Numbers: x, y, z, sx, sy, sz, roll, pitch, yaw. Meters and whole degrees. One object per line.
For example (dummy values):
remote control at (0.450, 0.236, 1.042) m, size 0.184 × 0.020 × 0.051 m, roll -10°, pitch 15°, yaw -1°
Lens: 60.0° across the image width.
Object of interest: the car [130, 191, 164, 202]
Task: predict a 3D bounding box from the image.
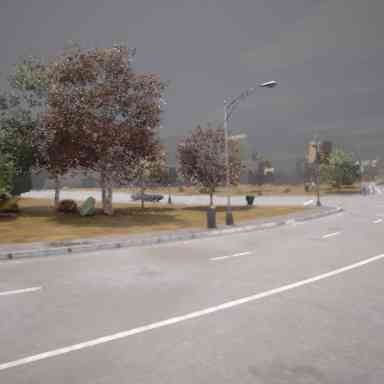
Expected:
car at (-6.747, 0.626, 49.595) m, size 5.357 × 1.411 × 2.033 m, roll 1°, pitch 4°, yaw 30°

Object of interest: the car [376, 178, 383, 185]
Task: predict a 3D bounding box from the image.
car at (46.825, -2.597, 82.248) m, size 2.097 × 1.767 × 4.553 m, roll -2°, pitch 2°, yaw 27°
